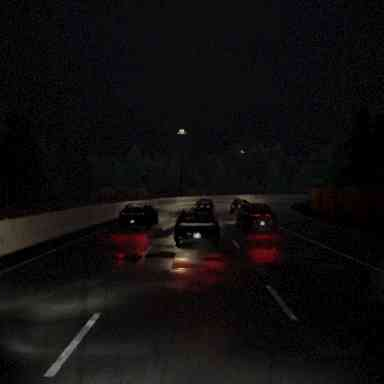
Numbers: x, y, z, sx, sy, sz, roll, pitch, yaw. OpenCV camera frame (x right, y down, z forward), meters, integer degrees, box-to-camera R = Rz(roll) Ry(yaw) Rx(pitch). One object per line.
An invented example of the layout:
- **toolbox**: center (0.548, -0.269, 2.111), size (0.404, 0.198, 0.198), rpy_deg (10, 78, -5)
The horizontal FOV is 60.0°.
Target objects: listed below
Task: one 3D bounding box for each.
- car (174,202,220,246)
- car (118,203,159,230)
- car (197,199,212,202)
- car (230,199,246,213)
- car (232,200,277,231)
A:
- **car**: center (0.214, 1.431, 14.977), size (2.128, 1.511, 4.902), rpy_deg (0, 0, 1)
- **car**: center (-3.206, 1.397, 20.525), size (2.128, 1.511, 4.902), rpy_deg (0, 0, 1)
- **car**: center (1.296, 1.413, 33.562), size (2.033, 1.411, 5.357), rpy_deg (0, 0, 8)
- **car**: center (5.029, 1.419, 34.865), size (2.033, 1.411, 5.357), rpy_deg (0, 0, 10)
- **car**: center (3.785, 1.432, 20.098), size (1.837, 1.490, 4.892), rpy_deg (0, 0, 1)
